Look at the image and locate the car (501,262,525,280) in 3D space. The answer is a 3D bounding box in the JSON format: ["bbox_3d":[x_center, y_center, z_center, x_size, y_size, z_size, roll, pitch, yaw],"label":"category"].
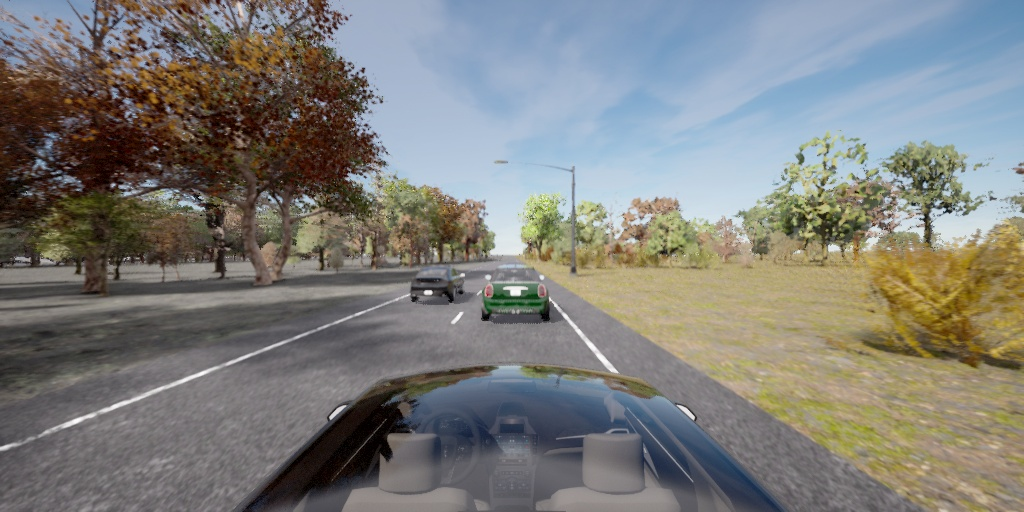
[{"bbox_3d":[0.119,1.270,32.077,1.994,1.385,4.181,0,0,0],"label":"car"}]

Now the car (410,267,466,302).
[{"bbox_3d":[-3.388,1.231,16.924,1.837,1.490,4.892,0,0,0],"label":"car"}]

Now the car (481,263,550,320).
[{"bbox_3d":[0.106,1.086,12.639,2.097,1.767,4.553,0,0,0],"label":"car"}]
